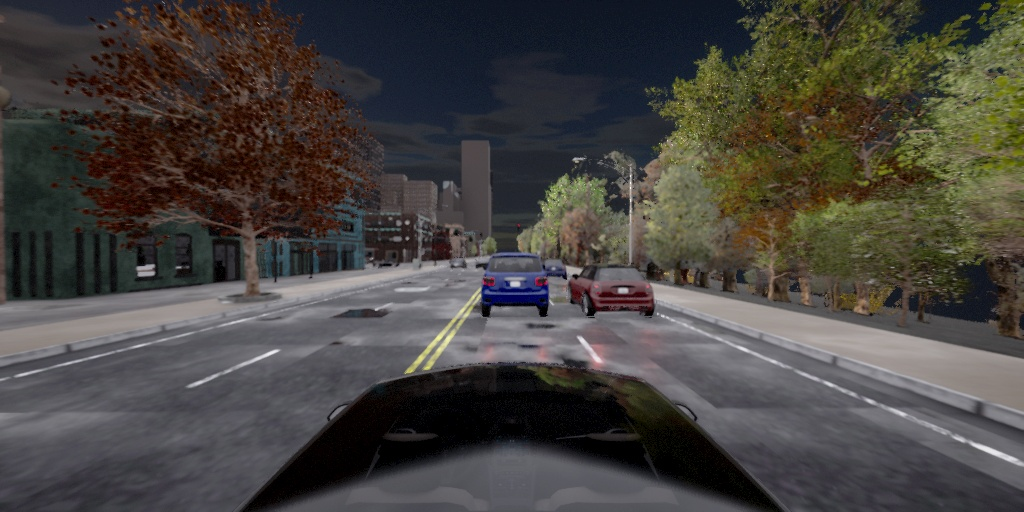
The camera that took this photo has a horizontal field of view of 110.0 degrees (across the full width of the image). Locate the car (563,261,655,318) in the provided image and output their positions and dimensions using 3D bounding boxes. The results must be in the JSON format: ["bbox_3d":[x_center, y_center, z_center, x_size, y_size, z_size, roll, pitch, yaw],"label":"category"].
[{"bbox_3d":[3.326,1.037,12.880,2.097,1.767,4.553,0,0,0],"label":"car"}]

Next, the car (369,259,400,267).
[{"bbox_3d":[-20.655,1.232,59.092,4.313,1.339,1.948,0,0,-1],"label":"car"}]

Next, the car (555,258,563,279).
[{"bbox_3d":[3.116,0.942,29.171,2.097,1.767,4.553,0,0,-1],"label":"car"}]

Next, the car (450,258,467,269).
[{"bbox_3d":[-7.057,0.973,47.764,2.128,1.511,4.902,0,0,0],"label":"car"}]

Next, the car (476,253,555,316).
[{"bbox_3d":[0.079,0.903,13.179,2.150,2.045,5.566,0,0,0],"label":"car"}]
